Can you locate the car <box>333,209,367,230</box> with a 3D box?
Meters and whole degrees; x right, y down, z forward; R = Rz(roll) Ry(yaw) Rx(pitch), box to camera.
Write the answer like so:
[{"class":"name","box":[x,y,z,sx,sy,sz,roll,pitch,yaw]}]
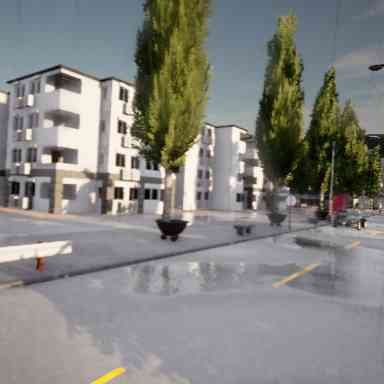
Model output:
[{"class":"car","box":[12.714,2.154,26.653,1.837,1.490,4.892,3,0,36]}]
